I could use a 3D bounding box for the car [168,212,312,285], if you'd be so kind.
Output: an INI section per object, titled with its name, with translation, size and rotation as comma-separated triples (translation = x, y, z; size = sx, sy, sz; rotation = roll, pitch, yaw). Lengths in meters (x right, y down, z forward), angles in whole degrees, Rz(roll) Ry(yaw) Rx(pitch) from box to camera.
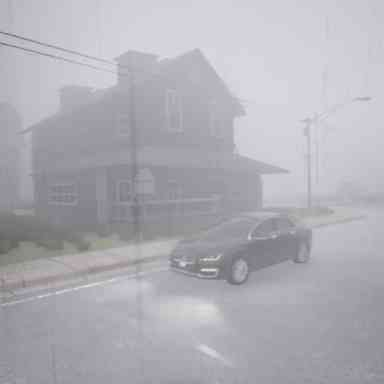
[car]
translation = 1.544, 1.357, 9.234
size = 4.892, 1.490, 1.837
rotation = -1, 1, -43
